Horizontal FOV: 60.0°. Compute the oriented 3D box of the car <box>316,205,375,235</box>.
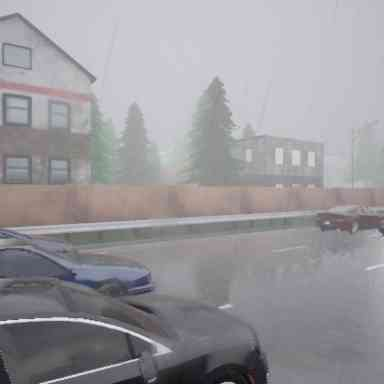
[{"bbox_3d":[9.063,1.451,18.800,5.008,1.535,1.882,-1,0,-35],"label":"car"}]

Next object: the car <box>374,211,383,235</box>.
[{"bbox_3d":[10.947,1.574,15.846,4.718,1.301,1.895,0,0,-35],"label":"car"}]

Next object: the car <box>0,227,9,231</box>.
[{"bbox_3d":[-5.216,1.562,8.623,4.181,1.385,1.994,0,0,-35],"label":"car"}]

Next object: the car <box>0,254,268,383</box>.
[{"bbox_3d":[-1.464,1.501,2.701,4.892,1.490,1.837,1,-1,-35],"label":"car"}]

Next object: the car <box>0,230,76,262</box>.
[{"bbox_3d":[-3.334,1.547,5.667,5.357,1.411,2.033,0,0,-36],"label":"car"}]
